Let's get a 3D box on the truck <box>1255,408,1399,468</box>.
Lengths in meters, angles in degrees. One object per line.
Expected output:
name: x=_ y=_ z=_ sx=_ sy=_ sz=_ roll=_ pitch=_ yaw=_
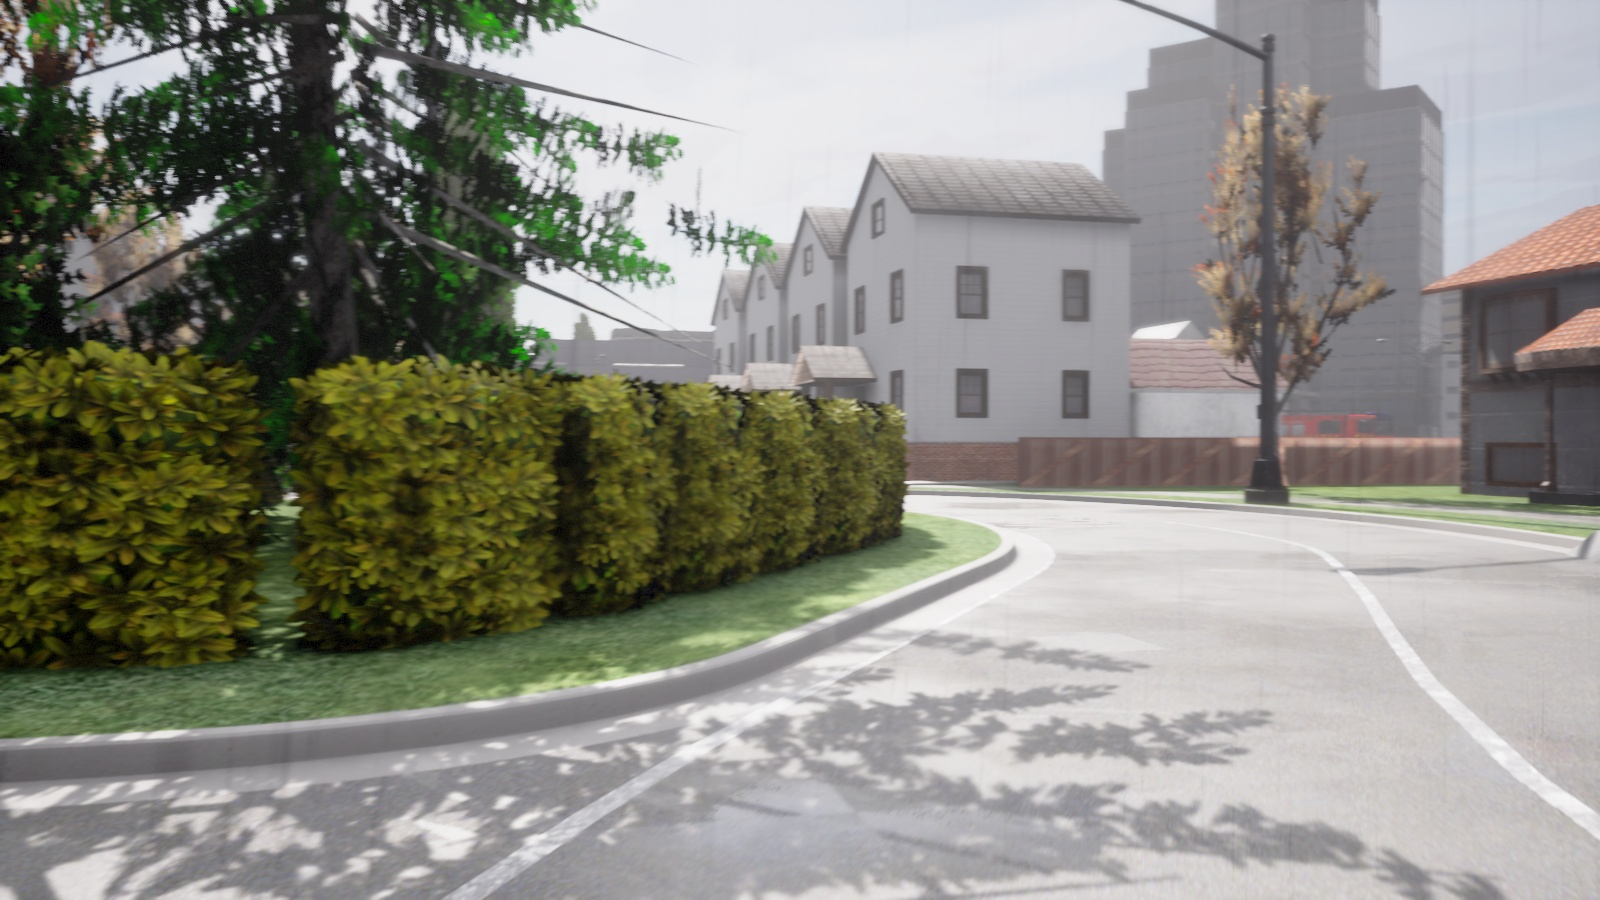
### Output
truck: x=35.024 y=-0.788 z=83.759 sx=2.891 sy=3.827 sz=8.468 roll=0 pitch=0 yaw=-40
